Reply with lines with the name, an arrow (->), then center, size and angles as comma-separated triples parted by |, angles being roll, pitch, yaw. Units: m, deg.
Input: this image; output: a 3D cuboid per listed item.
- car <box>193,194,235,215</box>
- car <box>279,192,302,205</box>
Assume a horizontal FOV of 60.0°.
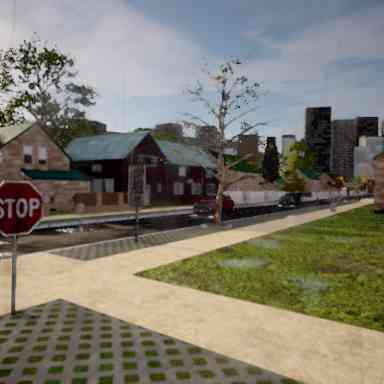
car -> 2.008, 0.977, 29.386 | 2.097, 1.767, 4.553 | 2, 1, 34
car -> 13.860, 0.862, 46.891 | 2.097, 1.767, 4.553 | 2, 1, 34
